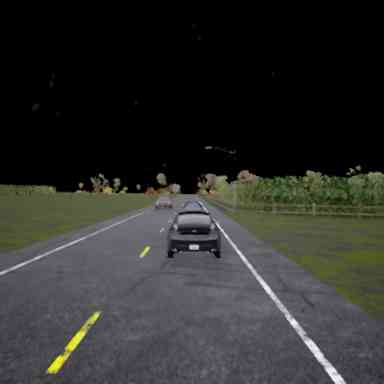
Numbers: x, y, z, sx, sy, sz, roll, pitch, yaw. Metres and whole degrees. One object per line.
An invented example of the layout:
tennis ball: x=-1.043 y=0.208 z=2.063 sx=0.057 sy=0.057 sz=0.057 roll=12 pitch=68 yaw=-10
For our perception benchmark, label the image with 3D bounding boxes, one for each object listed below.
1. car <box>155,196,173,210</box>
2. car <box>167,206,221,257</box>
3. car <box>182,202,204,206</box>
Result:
car: x=-3.617 y=1.327 z=43.282 sx=2.097 sy=1.767 sz=4.553 roll=0 pitch=0 yaw=0
car: x=0.075 y=1.498 z=12.941 sx=1.837 sy=1.490 sz=4.892 roll=0 pitch=0 yaw=0
car: x=0.068 y=1.549 z=28.814 sx=1.994 sy=1.385 sz=4.181 roll=0 pitch=0 yaw=0
